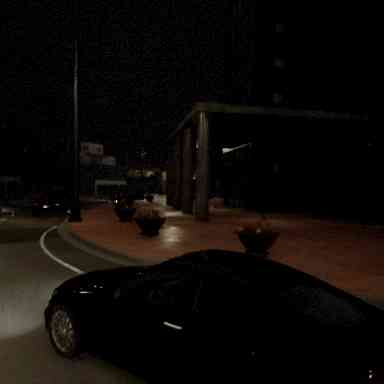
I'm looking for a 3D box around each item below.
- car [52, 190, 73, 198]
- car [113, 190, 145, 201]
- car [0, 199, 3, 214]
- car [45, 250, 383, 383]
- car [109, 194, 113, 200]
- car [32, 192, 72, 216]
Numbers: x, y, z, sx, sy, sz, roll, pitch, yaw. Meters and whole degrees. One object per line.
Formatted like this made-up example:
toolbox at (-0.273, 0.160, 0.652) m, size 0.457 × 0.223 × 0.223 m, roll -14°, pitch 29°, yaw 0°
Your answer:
car at (-17.376, 0.473, 43.279) m, size 1.882 × 1.535 × 5.008 m, roll 2°, pitch 1°, yaw 41°
car at (-8.815, 0.460, 48.412) m, size 2.097 × 1.767 × 4.553 m, roll 2°, pitch 1°, yaw 27°
car at (-14.275, 0.852, 22.764) m, size 2.128 × 1.511 × 4.902 m, roll 1°, pitch 1°, yaw -23°
car at (0.107, 1.471, 4.093) m, size 4.674 × 1.442 × 1.812 m, roll 2°, pitch 1°, yaw 37°
car at (-10.898, 0.504, 52.486) m, size 1.837 × 1.490 × 4.892 m, roll 2°, pitch 2°, yaw 30°
car at (-10.635, 0.970, 25.151) m, size 1.994 × 1.385 × 4.181 m, roll 1°, pitch 1°, yaw -12°
